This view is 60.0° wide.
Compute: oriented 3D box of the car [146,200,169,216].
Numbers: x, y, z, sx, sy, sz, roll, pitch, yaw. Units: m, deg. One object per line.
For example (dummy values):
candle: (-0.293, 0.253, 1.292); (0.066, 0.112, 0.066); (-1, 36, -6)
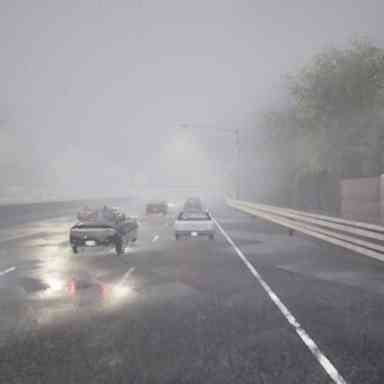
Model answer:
car: (-3.390, 1.481, 33.027); (1.882, 1.535, 5.008); (0, 0, 0)

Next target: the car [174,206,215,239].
car: (0.106, 1.598, 17.253); (1.895, 1.301, 4.718); (0, 0, 0)

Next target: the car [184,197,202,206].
car: (0.108, 1.360, 40.134); (2.097, 1.767, 4.553); (0, 0, 0)

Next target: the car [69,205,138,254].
car: (-3.395, 1.489, 13.554); (2.128, 1.511, 4.902); (0, 0, 0)
